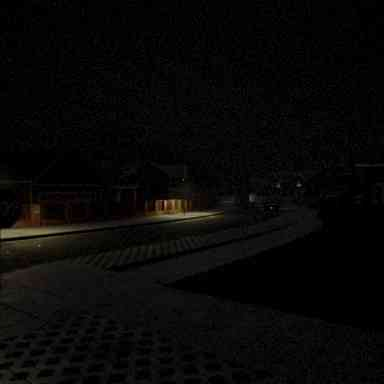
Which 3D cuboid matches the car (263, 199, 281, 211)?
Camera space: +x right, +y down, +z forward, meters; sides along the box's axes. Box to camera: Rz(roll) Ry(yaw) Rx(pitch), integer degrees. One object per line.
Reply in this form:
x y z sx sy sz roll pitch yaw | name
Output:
10.305 1.683 42.910 1.837 1.490 4.892 0 0 15 | car

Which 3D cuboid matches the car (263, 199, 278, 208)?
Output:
12.431 1.814 53.086 1.895 1.301 4.718 0 0 8 | car
